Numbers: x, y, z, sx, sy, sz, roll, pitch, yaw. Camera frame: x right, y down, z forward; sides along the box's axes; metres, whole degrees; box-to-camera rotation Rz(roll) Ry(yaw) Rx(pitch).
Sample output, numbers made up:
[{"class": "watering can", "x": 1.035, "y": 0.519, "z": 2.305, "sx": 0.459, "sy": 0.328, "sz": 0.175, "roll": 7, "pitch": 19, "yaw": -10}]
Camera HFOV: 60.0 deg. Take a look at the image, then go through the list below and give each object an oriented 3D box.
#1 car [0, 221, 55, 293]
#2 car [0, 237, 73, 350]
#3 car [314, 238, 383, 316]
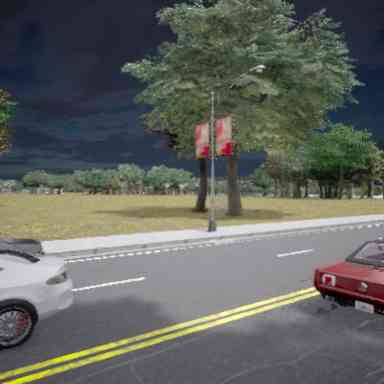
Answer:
[{"class": "car", "x": -6.093, "y": 1.547, "z": 7.325, "sx": 5.357, "sy": 1.411, "sz": 2.033, "roll": 0, "pitch": 0, "yaw": -36}, {"class": "car", "x": -4.144, "y": 1.526, "z": 4.706, "sx": 4.674, "sy": 1.442, "sz": 1.812, "roll": 0, "pitch": 0, "yaw": -36}, {"class": "car", "x": 4.643, "y": 1.603, "z": 6.751, "sx": 4.718, "sy": 1.301, "sz": 1.895, "roll": 0, "pitch": 0, "yaw": -36}]
